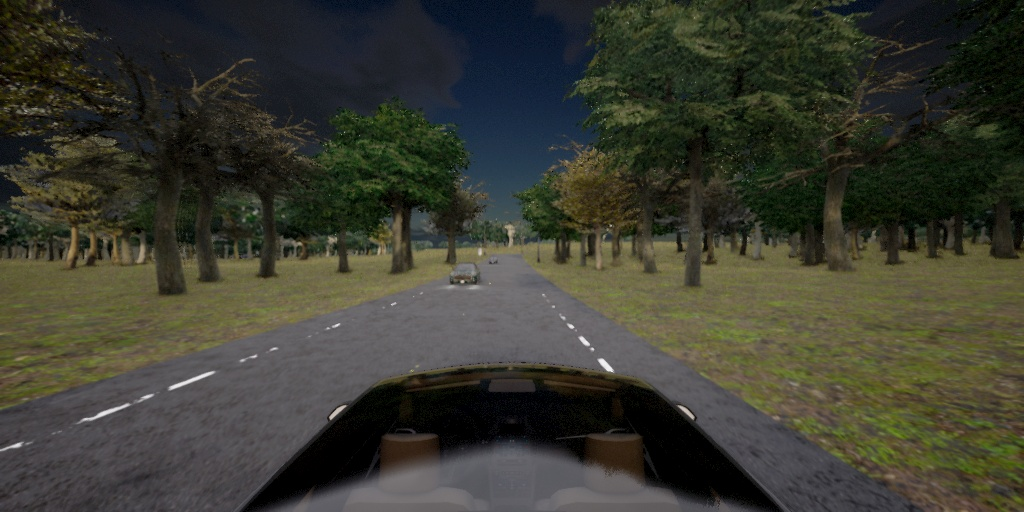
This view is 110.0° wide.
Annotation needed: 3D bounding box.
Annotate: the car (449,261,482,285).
[{"bbox_3d":[-3.613,1.285,28.379,2.097,1.767,4.553,0,0,0],"label":"car"}]
